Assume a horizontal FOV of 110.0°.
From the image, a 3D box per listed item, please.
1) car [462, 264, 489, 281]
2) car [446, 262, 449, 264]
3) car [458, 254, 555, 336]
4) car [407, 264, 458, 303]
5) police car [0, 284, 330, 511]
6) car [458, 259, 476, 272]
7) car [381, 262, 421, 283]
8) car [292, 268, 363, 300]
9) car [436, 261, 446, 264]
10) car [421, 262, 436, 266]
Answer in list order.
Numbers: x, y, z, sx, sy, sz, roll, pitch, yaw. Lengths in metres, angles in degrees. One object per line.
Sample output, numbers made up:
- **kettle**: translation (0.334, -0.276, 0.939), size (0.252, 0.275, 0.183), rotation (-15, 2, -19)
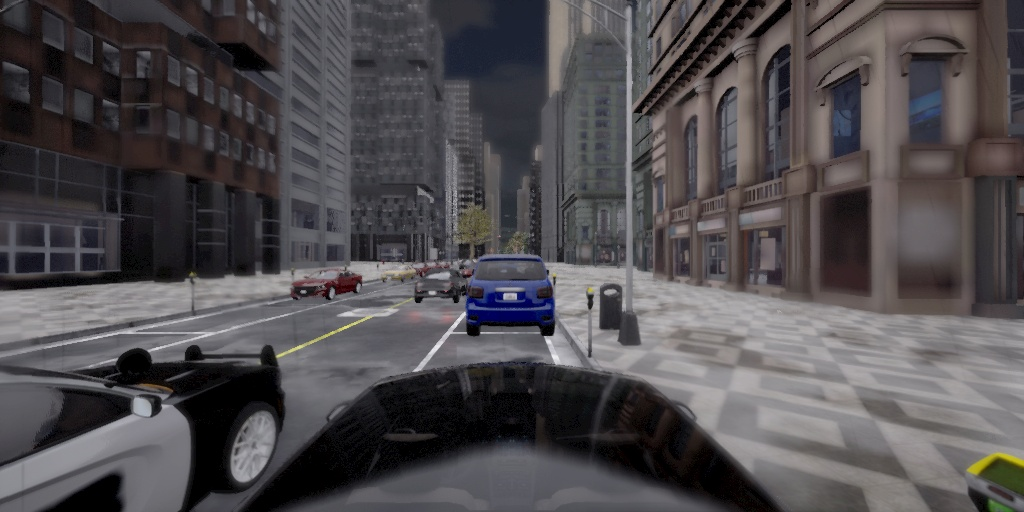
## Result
- **car**: translation (-3.145, 1.370, 31.480), size (1.895, 1.301, 4.718), rotation (0, 0, 0)
- **car**: translation (-8.925, 1.300, 45.205), size (1.888, 1.381, 4.507), rotation (0, 0, 0)
- **car**: translation (-0.039, 0.978, 10.530), size (2.150, 2.045, 5.566), rotation (0, 0, 0)
- **car**: translation (-3.145, 1.285, 16.450), size (1.812, 1.442, 4.674), rotation (0, 0, 0)
- **police car**: translation (-3.145, 1.175, 1.610), size (1.930, 1.638, 5.238), rotation (0, 0, 0)
- **car**: translation (-6.145, 1.269, 49.450), size (1.882, 1.535, 5.008), rotation (0, 0, 0)
- **car**: translation (-8.921, 1.277, 28.459), size (1.751, 1.417, 4.829), rotation (0, 0, 0)
- **car**: translation (-8.919, 1.296, 17.578), size (1.888, 1.381, 4.507), rotation (0, 0, 0)
- **car**: translation (-8.923, 1.299, 39.680), size (1.888, 1.381, 4.507), rotation (0, 0, 0)
- **car**: translation (-8.922, 1.298, 34.154), size (1.888, 1.381, 4.507), rotation (0, 0, 0)
